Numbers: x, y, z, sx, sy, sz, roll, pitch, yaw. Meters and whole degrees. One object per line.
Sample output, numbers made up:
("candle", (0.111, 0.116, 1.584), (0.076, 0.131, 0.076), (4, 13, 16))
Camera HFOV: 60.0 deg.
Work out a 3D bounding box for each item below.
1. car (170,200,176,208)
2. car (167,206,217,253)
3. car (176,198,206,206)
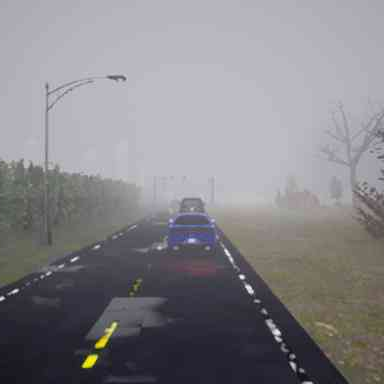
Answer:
("car", (-2.760, 2.112, 57.372), (1.812, 1.442, 4.674), (0, -1, 0))
("car", (0.007, 1.619, 14.498), (1.882, 1.535, 5.008), (0, 0, 0))
("car", (-0.001, 1.503, 29.034), (2.150, 2.045, 5.566), (0, 0, 0))
